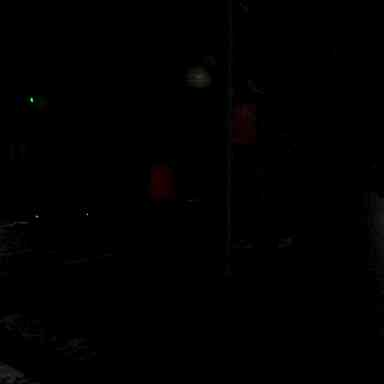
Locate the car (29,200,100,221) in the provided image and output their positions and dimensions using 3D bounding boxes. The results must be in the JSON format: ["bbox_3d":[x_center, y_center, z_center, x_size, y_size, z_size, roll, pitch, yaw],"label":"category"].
[{"bbox_3d":[-9.096,1.294,24.022,1.895,1.301,4.718,0,1,35],"label":"car"}]

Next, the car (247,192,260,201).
[{"bbox_3d":[10.355,0.718,51.787,1.895,1.301,4.718,0,1,35],"label":"car"}]

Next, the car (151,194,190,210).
[{"bbox_3d":[-2.149,0.967,33.989,2.128,1.511,4.902,0,2,35],"label":"car"}]
